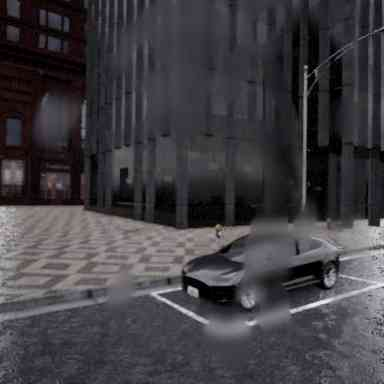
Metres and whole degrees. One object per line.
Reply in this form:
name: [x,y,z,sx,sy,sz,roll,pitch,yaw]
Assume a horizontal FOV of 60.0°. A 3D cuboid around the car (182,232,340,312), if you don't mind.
car: [1.803,1.662,7.936,4.313,1.339,1.947,1,-1,-36]
